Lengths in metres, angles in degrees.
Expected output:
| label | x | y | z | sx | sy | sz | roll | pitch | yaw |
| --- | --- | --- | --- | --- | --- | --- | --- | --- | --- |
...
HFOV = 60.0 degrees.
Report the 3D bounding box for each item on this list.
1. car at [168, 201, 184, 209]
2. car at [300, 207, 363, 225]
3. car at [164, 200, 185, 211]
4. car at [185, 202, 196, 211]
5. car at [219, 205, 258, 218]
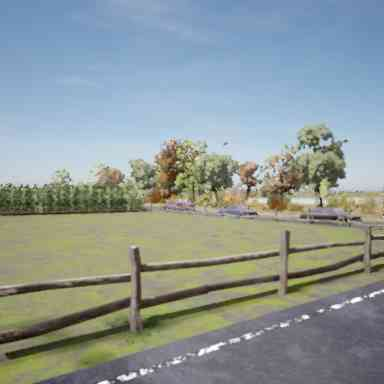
| label | x | y | z | sx | sy | sz | roll | pitch | yaw |
| --- | --- | --- | --- | --- | --- | --- | --- | --- | --- |
| car | -3.296 | 2.645 | 67.820 | 2.128 | 1.511 | 4.902 | 0 | -1 | -16 |
| car | 12.391 | 2.098 | 30.024 | 2.033 | 1.411 | 5.357 | 0 | -1 | -35 |
| car | -3.335 | 2.345 | 57.327 | 2.097 | 1.767 | 4.553 | 0 | -1 | -19 |
| car | -0.646 | 2.533 | 58.540 | 1.812 | 1.442 | 4.674 | 0 | -1 | -17 |
| car | 5.504 | 2.267 | 40.003 | 2.033 | 1.411 | 5.357 | 0 | -1 | -34 |
